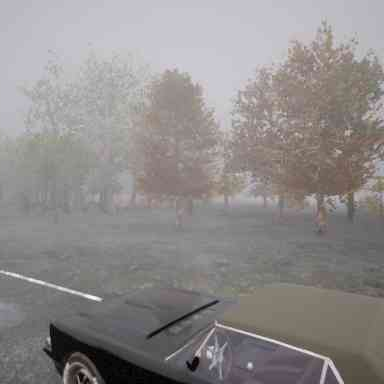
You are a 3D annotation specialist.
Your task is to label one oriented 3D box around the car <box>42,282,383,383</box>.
[{"bbox_3d":[0.689,1.594,3.074,4.718,1.301,1.895,0,0,35],"label":"car"}]
